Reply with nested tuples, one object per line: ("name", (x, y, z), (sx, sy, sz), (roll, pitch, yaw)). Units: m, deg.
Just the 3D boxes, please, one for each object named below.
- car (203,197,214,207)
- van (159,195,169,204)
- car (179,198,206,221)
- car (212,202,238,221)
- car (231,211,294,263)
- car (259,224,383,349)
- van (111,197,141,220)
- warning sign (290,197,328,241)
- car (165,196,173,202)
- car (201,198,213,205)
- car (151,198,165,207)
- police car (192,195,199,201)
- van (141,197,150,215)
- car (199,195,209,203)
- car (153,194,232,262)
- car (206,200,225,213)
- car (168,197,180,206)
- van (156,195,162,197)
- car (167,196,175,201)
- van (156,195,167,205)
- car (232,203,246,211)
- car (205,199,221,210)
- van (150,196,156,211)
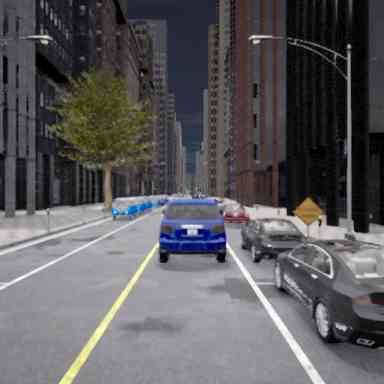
("car", (2.784, 1.678, 57.004), (1.752, 1.417, 4.829), (0, 0, 0))
("van", (-5.737, 1.528, 68.066), (1.690, 1.788, 3.998), (0, 0, 0))
("car", (0.053, 1.423, 28.395), (2.097, 1.767, 4.553), (0, 0, 1))
("car", (2.775, 1.598, 28.910), (1.752, 1.417, 4.829), (0, 0, 0))
("car", (2.769, 1.580, 11.884), (2.008, 1.369, 4.403), (0, 0, 0))
("car", (2.767, 1.566, 6.265), (2.008, 1.369, 4.403), (0, 0, 0))
("van", (-5.750, 1.414, 28.737), (1.690, 1.788, 3.998), (0, 0, 0))
("warning sign", (5.072, 1.151, 14.533), (1.300, 1.860, 1.060), (0, 0, 0))
("car", (-5.731, 1.767, 84.750), (1.752, 1.417, 4.829), (0, 0, 0))
("car", (2.786, 1.736, 62.452), (1.947, 1.339, 4.313), (0, 0, 0))
("car", (-5.741, 1.697, 56.828), (1.887, 1.381, 4.507), (0, 0, 0))
("police car", (0.934, 1.703, 94.643), (1.930, 1.638, 5.238), (0, 0, 0))
("van", (-5.748, 1.429, 34.356), (1.690, 1.788, 3.998), (0, 0, 0))
("car", (2.792, 1.538, 79.310), (2.192, 1.841, 5.009), (0, 0, 0))
("car", (0.035, 1.254, 12.368), (2.150, 2.045, 5.566), (0, 0, 1))
("car", (2.778, 1.669, 39.978), (1.947, 1.339, 4.313), (0, 0, 0))
("car", (-3.039, 1.681, 57.862), (1.812, 1.442, 4.674), (0, 0, 0))
("van", (-5.742, 1.477, 51.211), (1.690, 1.788, 3.998), (0, 0, 0))
("car", (-5.730, 1.813, 90.544), (2.008, 1.369, 4.403), (0, 0, 0))
("van", (-5.739, 1.511, 62.447), (1.690, 1.788, 3.998), (0, 0, 0))
("car", (2.773, 1.498, 23.121), (1.967, 1.590, 4.097), (0, 0, 0))
("car", (2.780, 1.685, 45.596), (1.947, 1.339, 4.313), (0, 0, 0))
("van", (-5.746, 1.444, 39.974), (1.690, 1.788, 3.998), (0, 0, 0))
